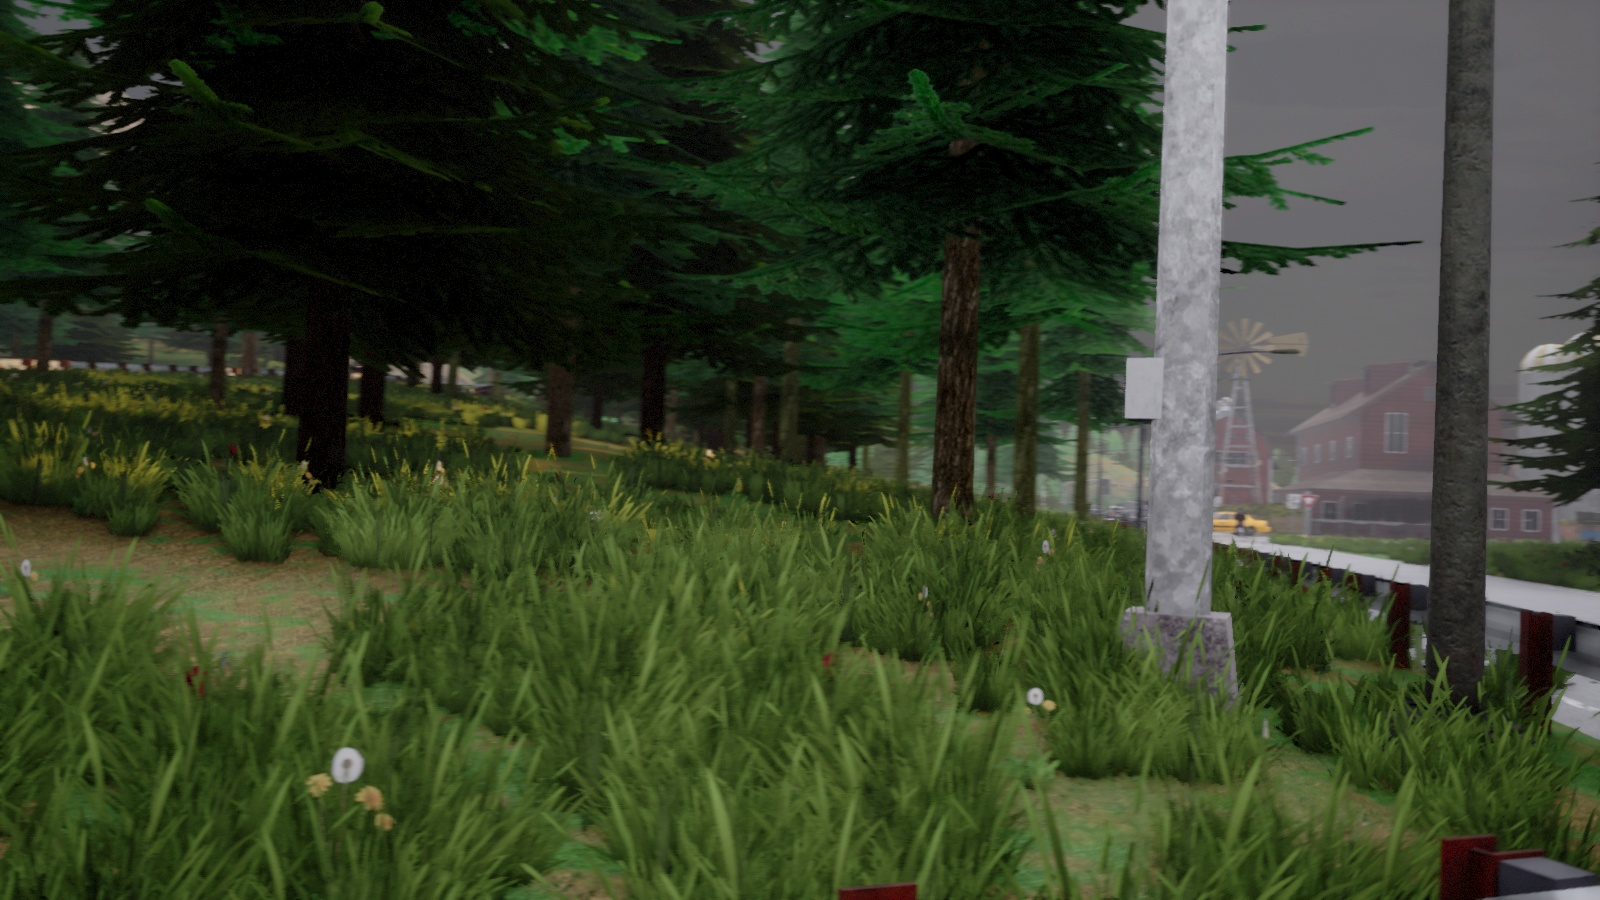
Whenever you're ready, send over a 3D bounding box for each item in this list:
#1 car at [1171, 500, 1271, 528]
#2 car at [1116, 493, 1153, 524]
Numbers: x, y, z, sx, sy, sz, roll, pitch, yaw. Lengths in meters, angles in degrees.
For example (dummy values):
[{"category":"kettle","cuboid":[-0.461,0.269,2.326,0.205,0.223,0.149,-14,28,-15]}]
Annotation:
[{"category":"car","cuboid":[24.886,3.754,74.253,5.366,1.575,1.801,1,-2,-9]},{"category":"car","cuboid":[23.151,4.062,87.099,2.150,2.045,5.566,1,-2,11]}]
